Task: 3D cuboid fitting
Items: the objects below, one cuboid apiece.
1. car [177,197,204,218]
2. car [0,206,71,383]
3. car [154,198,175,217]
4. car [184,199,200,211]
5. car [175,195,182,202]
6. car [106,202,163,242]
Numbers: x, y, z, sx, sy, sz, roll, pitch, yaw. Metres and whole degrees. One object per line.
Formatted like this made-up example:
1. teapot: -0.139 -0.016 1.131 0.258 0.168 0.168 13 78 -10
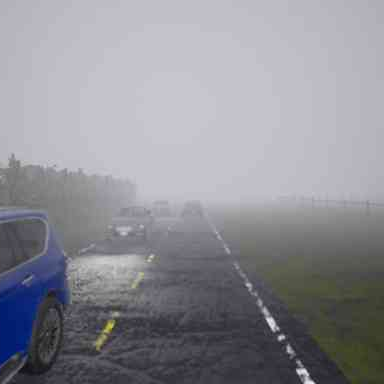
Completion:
1. car: 0.055 1.467 29.445 2.128 1.511 4.902 0 0 0
2. car: -2.853 1.219 2.694 2.150 2.045 5.566 0 0 0
3. car: -2.897 1.478 31.553 1.837 1.490 4.892 0 0 0
4. car: 0.037 1.566 41.770 1.895 1.301 4.718 0 0 0
5. car: -2.861 1.447 71.704 2.033 1.411 5.357 0 0 0
6. car: -2.862 1.479 16.408 2.128 1.511 4.902 0 0 0
